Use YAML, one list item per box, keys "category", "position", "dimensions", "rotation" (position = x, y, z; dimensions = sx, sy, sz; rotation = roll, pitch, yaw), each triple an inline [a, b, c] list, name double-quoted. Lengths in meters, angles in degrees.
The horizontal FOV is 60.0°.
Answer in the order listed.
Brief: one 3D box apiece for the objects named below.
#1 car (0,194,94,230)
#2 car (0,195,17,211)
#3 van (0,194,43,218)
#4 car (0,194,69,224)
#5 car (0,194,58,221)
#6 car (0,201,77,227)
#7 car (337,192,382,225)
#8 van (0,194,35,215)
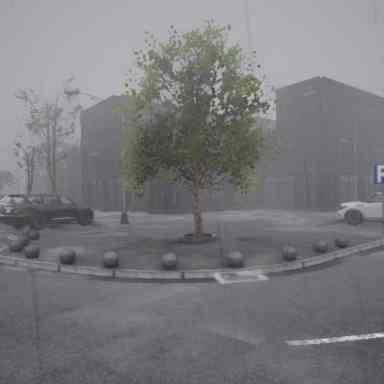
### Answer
- category: "car"
  position: [-8.780, 1.153, 20.767]
  dimensions: [2.435, 2.045, 5.566]
  rotation: [0, 0, 32]
- category: "car"
  position: [-23.527, 1.295, 39.272]
  dimensions: [2.185, 1.767, 4.553]
  rotation: [0, 0, 32]
- category: "van"
  position: [-16.106, 1.187, 30.095]
  dimensions: [1.878, 1.987, 4.442]
  rotation: [0, 0, 31]
- category: "car"
  position: [-12.484, 1.157, 25.339]
  dimensions: [2.435, 2.045, 5.566]
  rotation: [0, 0, 31]
- category: "car"
  position: [-14.328, 1.159, 27.653]
  dimensions: [2.435, 2.045, 5.566]
  rotation: [0, 0, 31]
- category: "car"
  position: [-10.628, 1.435, 23.024]
  dimensions: [2.163, 1.488, 4.792]
  rotation: [0, 0, 31]
- category: "car"
  position: [11.796, 0.965, 20.077]
  dimensions: [5.566, 2.045, 2.435]
  rotation: [-1, 0, 33]
- category: "van"
  position: [-17.951, 1.189, 32.409]
  dimensions: [1.878, 1.987, 4.442]
  rotation: [0, 0, 31]
